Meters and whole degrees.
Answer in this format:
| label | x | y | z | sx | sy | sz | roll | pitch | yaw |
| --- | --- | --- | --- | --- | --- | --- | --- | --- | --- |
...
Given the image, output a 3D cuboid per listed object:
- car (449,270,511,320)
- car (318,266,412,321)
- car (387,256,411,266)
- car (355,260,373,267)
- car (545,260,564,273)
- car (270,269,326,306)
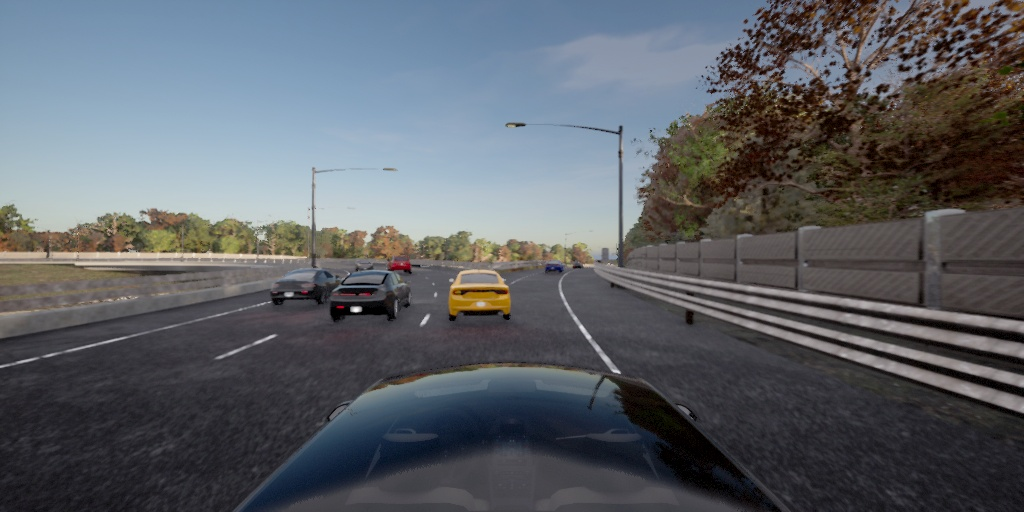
| label | x | y | z | sx | sy | sz | roll | pitch | yaw |
| --- | --- | --- | --- | --- | --- | --- | --- | --- | --- |
| car | -1.207 | 1.229 | 12.730 | 1.882 | 1.535 | 5.008 | 0 | 0 | -7 |
| car | -4.702 | 1.255 | 12.473 | 1.837 | 1.490 | 4.892 | 0 | 0 | -8 |
| car | -12.961 | 0.973 | 41.126 | 2.150 | 2.045 | 5.566 | 0 | 0 | -24 |
| car | -17.810 | 1.241 | 43.165 | 2.128 | 1.511 | 4.902 | 0 | 0 | -26 |
| car | 5.190 | 1.238 | 43.135 | 1.882 | 1.535 | 5.008 | 0 | 0 | 14 |
| car | -8.797 | 1.274 | 15.767 | 1.812 | 1.442 | 4.674 | 0 | 0 | -10 |
